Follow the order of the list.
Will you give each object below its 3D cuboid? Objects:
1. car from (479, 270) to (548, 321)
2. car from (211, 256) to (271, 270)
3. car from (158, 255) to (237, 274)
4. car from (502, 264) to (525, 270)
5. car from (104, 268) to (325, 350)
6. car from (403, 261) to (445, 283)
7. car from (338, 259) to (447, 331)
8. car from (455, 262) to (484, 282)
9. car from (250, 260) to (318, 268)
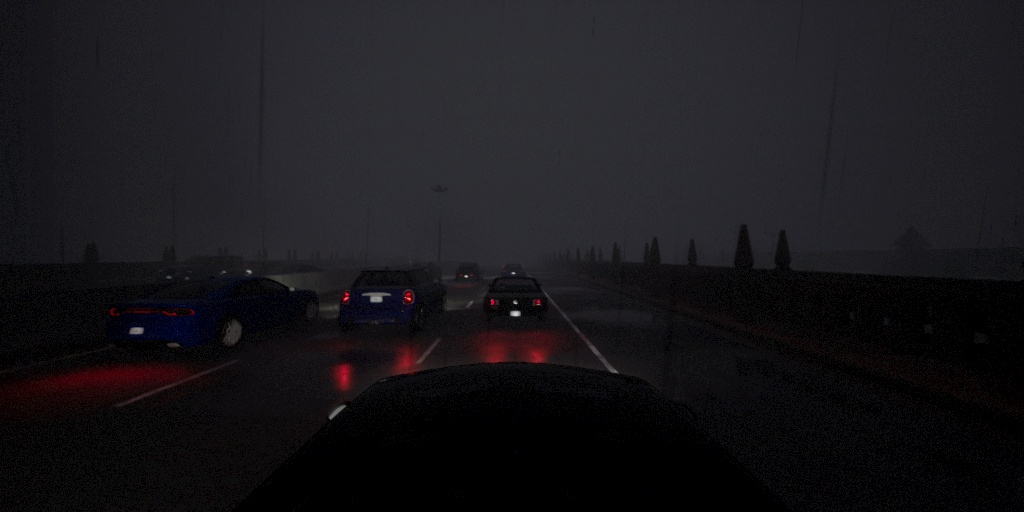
[{"bbox_3d":[0.103,1.348,12.421,1.895,1.301,4.718,0,0,0],"label":"car"},{"bbox_3d":[-17.588,1.091,24.679,2.097,1.767,4.553,0,0,0],"label":"car"},{"bbox_3d":[-21.088,0.960,24.800,2.150,2.045,5.566,0,0,0],"label":"car"},{"bbox_3d":[0.112,1.307,29.890,1.994,1.385,4.181,0,0,0],"label":"car"},{"bbox_3d":[-6.896,1.224,9.063,1.882,1.535,5.008,0,0,0],"label":"car"},{"bbox_3d":[-6.889,1.233,28.718,2.128,1.511,4.902,0,0,0],"label":"car"},{"bbox_3d":[-3.394,1.099,11.084,2.097,1.767,4.553,0,0,0],"label":"car"},{"bbox_3d":[-3.389,1.247,28.930,1.837,1.490,4.892,0,0,0],"label":"car"},{"bbox_3d":[-14.090,1.218,23.209,1.882,1.535,5.008,0,0,0],"label":"car"}]
